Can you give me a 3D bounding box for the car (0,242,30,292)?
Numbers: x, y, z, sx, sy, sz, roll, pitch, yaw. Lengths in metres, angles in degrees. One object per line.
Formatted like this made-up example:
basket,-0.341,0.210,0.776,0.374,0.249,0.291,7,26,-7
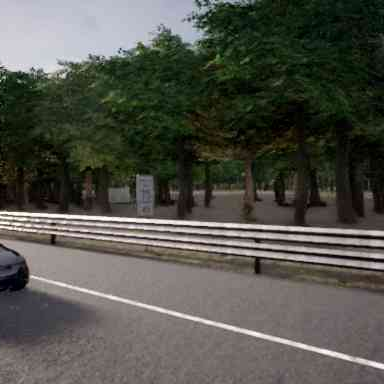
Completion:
car,-5.785,1.662,8.012,4.181,1.385,1.994,-1,0,35
